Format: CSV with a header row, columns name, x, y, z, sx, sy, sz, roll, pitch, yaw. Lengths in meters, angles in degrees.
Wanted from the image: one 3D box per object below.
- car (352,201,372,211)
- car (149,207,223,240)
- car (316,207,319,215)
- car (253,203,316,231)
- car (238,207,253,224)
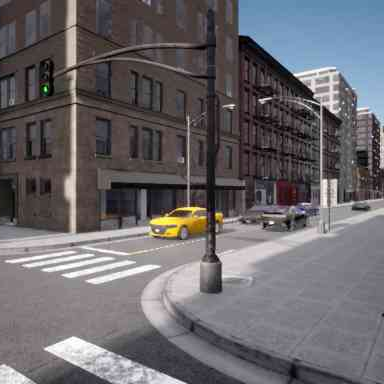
name,x,y,z,sx,sy,sz,roll,pitch,yaw
car,23.616,1.870,46.206,1.994,1.385,4.181,0,0,35
car,-0.197,1.577,17.881,1.882,1.535,5.008,0,0,35
car,11.530,1.817,34.321,1.895,1.301,4.718,0,0,36
car,6.142,1.632,21.695,2.128,1.511,4.902,0,0,35
car,5.543,1.705,25.940,2.033,1.411,5.357,0,0,35
